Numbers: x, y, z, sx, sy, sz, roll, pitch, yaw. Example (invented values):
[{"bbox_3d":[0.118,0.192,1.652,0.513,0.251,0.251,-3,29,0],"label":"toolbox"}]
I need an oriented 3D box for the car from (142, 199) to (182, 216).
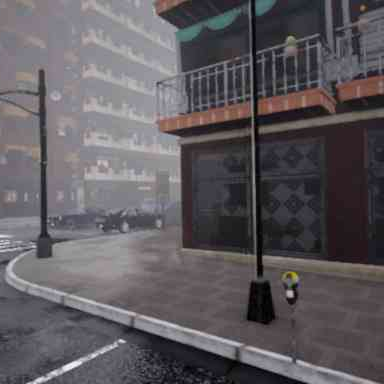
[{"bbox_3d":[-1.839,1.629,30.393,2.033,1.411,5.357,-2,-1,35],"label":"car"}]

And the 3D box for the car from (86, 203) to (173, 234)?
[{"bbox_3d":[-3.421,1.513,18.891,2.008,1.369,4.403,-2,-1,36],"label":"car"}]

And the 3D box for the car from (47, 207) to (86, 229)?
[{"bbox_3d":[-7.472,1.705,22.531,1.895,1.301,4.718,-2,-1,33],"label":"car"}]

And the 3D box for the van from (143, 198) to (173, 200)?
[{"bbox_3d":[-3.339,1.486,32.537,1.690,1.788,3.998,-2,-1,36],"label":"van"}]
